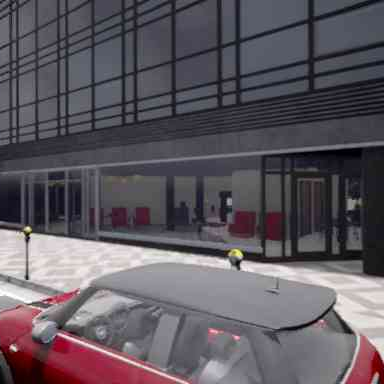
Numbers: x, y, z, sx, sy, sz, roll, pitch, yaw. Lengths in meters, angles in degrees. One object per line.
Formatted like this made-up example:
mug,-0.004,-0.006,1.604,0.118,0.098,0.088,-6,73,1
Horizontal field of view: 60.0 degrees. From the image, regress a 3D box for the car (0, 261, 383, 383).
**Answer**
car,-0.420,1.445,3.263,4.097,1.590,1.967,0,0,35
